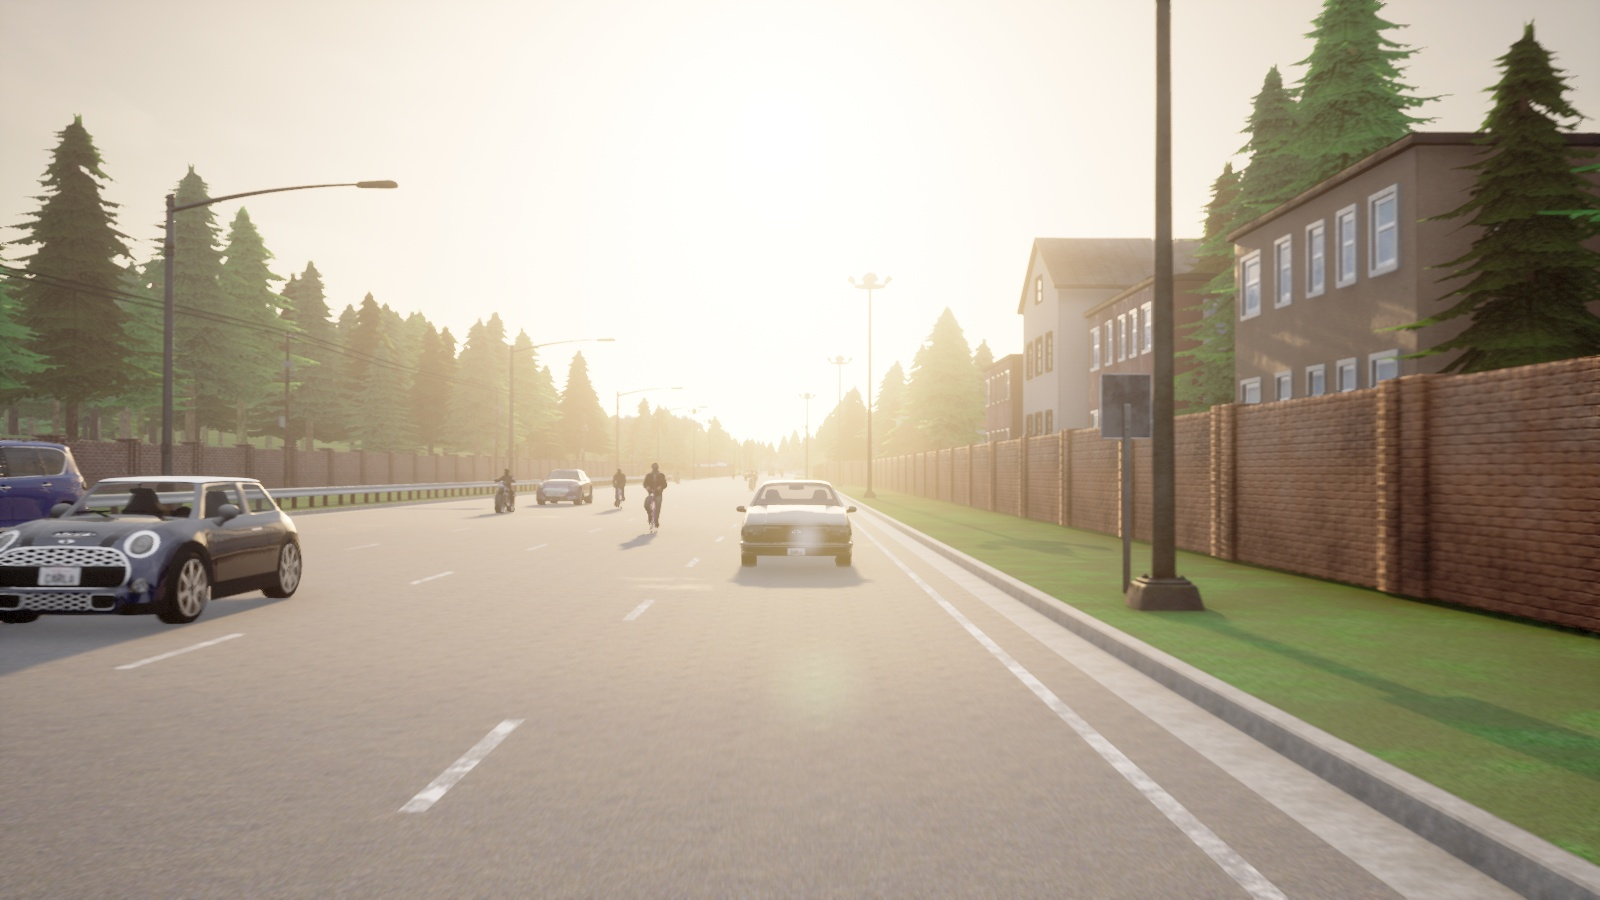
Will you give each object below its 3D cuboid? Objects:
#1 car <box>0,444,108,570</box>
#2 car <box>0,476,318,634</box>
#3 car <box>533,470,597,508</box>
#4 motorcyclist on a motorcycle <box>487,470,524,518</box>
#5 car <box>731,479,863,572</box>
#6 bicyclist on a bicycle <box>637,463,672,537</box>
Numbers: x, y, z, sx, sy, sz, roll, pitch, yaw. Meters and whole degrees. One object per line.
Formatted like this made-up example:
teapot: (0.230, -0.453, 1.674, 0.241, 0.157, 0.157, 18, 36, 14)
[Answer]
car: (-14.049, 0.936, 20.775, 2.150, 2.045, 5.566, 0, -1, 0)
car: (-7.032, 1.039, 13.852, 1.970, 1.475, 3.806, 0, -1, 0)
car: (-10.632, 1.741, 57.194, 2.033, 1.649, 4.856, 0, -1, 0)
motorcyclist on a motorcycle: (-10.605, 1.563, 45.304, 0.766, 1.649, 2.350, 0, -1, 0)
car: (-0.051, 1.232, 22.157, 2.033, 1.411, 5.357, 0, -1, 0)
bicyclist on a bicycle: (-3.572, 1.215, 30.897, 0.659, 1.776, 1.843, 0, -1, 0)
